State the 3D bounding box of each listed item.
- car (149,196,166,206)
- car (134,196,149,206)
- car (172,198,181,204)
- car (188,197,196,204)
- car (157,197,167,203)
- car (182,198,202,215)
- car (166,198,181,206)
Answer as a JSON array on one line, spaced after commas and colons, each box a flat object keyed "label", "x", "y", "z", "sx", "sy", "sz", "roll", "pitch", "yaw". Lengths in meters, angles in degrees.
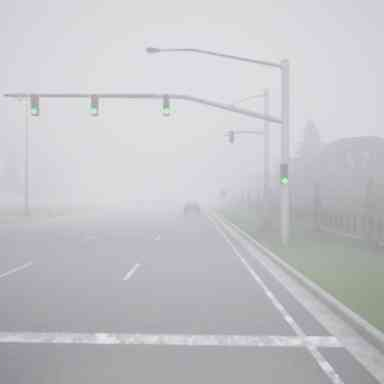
[{"label": "car", "x": -7.023, "y": 1.964, "z": 67.544, "sx": 1.882, "sy": 1.535, "sz": 5.008, "roll": 0, "pitch": 0, "yaw": 0}, {"label": "car", "x": -10.523, "y": 2.053, "z": 67.925, "sx": 1.994, "sy": 1.385, "sz": 4.181, "roll": 0, "pitch": 0, "yaw": 0}, {"label": "car", "x": -3.527, "y": 1.989, "z": 77.995, "sx": 1.895, "sy": 1.301, "sz": 4.718, "roll": 0, "pitch": 0, "yaw": 0}, {"label": "car", "x": -0.027, "y": 1.917, "z": 77.967, "sx": 1.812, "sy": 1.442, "sz": 4.674, "roll": 0, "pitch": 0, "yaw": 0}, {"label": "car", "x": -7.027, "y": 1.946, "z": 77.964, "sx": 1.994, "sy": 1.385, "sz": 4.181, "roll": 0, "pitch": 0, "yaw": 0}, {"label": "car", "x": -0.013, "y": 1.770, "z": 36.934, "sx": 1.837, "sy": 1.490, "sz": 4.892, "roll": 0, "pitch": 0, "yaw": 0}, {"label": "car", "x": -3.523, "y": 1.977, "z": 67.545, "sx": 2.128, "sy": 1.511, "sz": 4.902, "roll": 0, "pitch": 0, "yaw": 0}]
